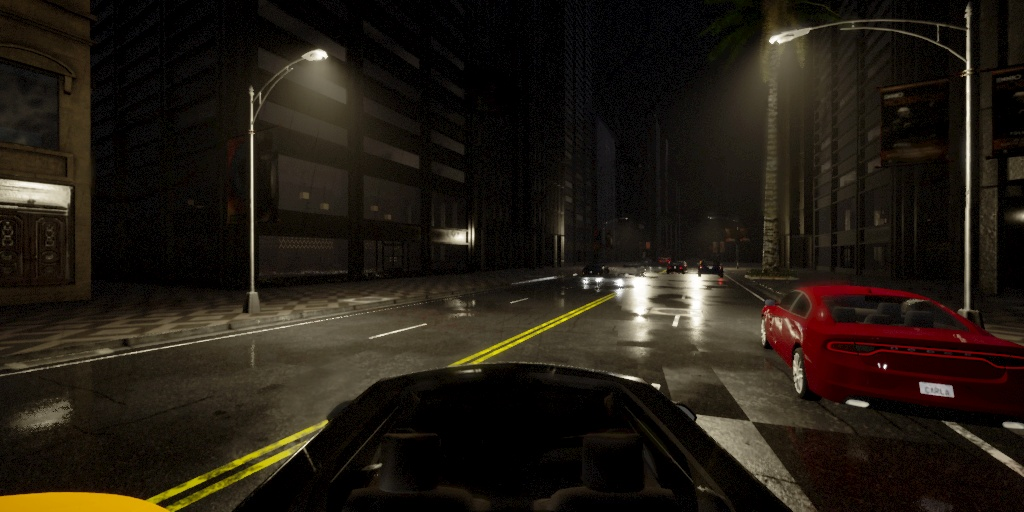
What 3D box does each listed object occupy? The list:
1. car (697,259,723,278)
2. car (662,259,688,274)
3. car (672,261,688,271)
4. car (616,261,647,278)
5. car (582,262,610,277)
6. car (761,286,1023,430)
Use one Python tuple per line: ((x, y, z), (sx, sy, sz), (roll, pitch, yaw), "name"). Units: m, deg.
((19.308, 1.117, 34.971), (2.097, 1.767, 4.553), (0, 0, 27), "car")
((18.671, 1.316, 40.794), (2.033, 1.411, 5.357), (0, 0, 27), "car")
((23.563, 1.379, 50.290), (1.895, 1.301, 4.718), (0, 0, 27), "car")
((11.237, 1.363, 33.897), (1.895, 1.301, 4.718), (0, 0, 27), "car")
((8.284, 1.326, 35.262), (1.994, 1.385, 4.181), (0, 0, 27), "car")
((5.517, 1.228, 5.902), (1.882, 1.535, 5.008), (0, 0, 27), "car")
